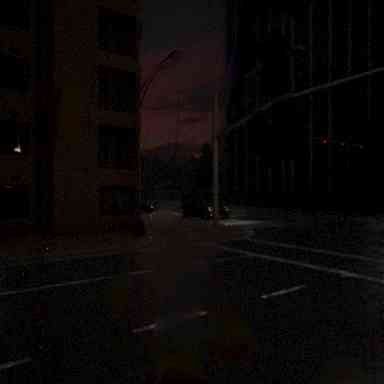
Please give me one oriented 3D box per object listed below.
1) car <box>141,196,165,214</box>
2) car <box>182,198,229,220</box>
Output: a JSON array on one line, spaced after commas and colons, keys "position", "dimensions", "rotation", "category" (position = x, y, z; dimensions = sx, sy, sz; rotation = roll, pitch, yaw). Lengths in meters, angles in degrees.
[{"position": [-4.699, 1.523, 36.418], "dimensions": [1.812, 1.442, 4.674], "rotation": [0, 0, -35], "category": "car"}, {"position": [1.085, 1.349, 28.084], "dimensions": [2.097, 1.767, 4.553], "rotation": [0, 0, -34], "category": "car"}]
